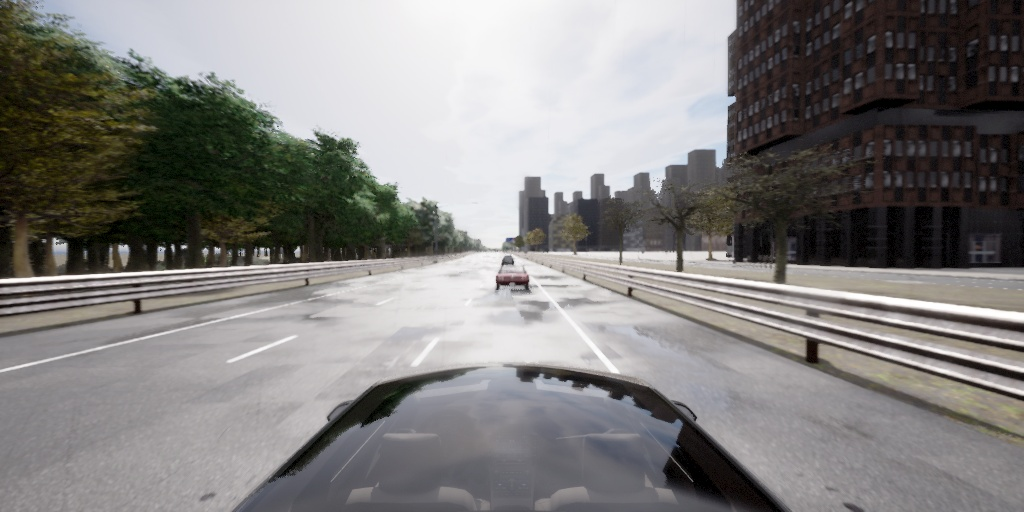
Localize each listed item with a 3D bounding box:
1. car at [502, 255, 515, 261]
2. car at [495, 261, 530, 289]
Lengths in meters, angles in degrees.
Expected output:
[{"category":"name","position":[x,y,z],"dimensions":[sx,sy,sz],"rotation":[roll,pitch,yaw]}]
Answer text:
[{"category":"car","position":[-0.582,0.610,54.963],"dimensions":[2.033,1.649,4.856],"rotation":[0,1,-1]},{"category":"car","position":[0.014,1.182,21.179],"dimensions":[1.895,1.301,4.718],"rotation":[0,1,0]}]
